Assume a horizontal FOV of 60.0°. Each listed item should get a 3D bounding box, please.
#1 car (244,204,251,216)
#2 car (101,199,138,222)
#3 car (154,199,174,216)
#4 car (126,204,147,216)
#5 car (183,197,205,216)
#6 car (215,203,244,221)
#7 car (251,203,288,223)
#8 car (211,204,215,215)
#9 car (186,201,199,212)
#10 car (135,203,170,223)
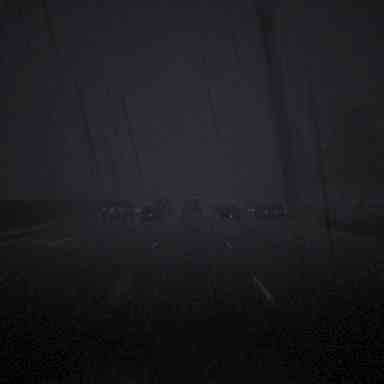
[{"bbox_3d":[7.010,2.138,40.003,2.033,1.411,5.357,0,-1,0],"label":"car"},{"bbox_3d":[-6.916,1.688,31.401,2.150,2.045,5.566,0,-1,0],"label":"car"},{"bbox_3d":[-3.494,1.825,40.642,2.150,2.045,5.566,0,-1,1],"label":"car"},{"bbox_3d":[-6.971,2.225,42.143,1.895,1.301,4.718,0,-1,0],"label":"car"},{"bbox_3d":[0.077,1.815,40.048,2.150,2.045,5.566,0,-1,0],"label":"car"},{"bbox_3d":[3.559,1.988,32.613,1.837,1.490,4.892,0,-1,0],"label":"car"},{"bbox_3d":[7.015,1.793,29.860,2.097,1.767,4.553,0,-1,0],"label":"car"},{"bbox_3d":[3.529,2.135,42.541,1.837,1.490,4.892,0,0,0],"label":"car"},{"bbox_3d":[0.070,2.243,51.748,1.882,1.535,5.008,0,-1,0],"label":"car"},{"bbox_3d":[-3.418,1.990,29.823,2.033,1.411,5.357,0,-1,0],"label":"car"}]
